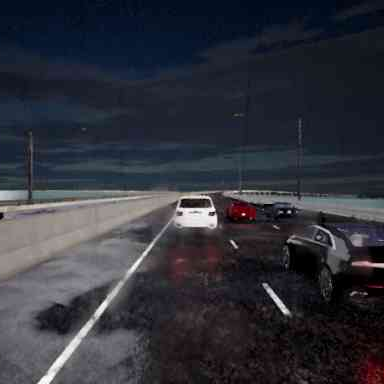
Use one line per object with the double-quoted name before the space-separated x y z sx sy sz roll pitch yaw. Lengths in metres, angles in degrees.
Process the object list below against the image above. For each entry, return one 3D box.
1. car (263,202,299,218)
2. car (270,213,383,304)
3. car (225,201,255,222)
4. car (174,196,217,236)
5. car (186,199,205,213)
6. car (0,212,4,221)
"car" 7.251 1.537 27.218 2.033 1.411 5.357 0 0 1
"car" 3.621 1.490 8.136 2.128 1.511 4.902 0 0 0
"car" 3.746 1.467 26.501 1.882 1.535 5.008 0 0 1
"car" 0.164 1.215 18.583 2.150 2.045 5.566 0 0 0
"car" 0.397 1.529 38.913 2.033 1.411 5.357 0 0 1
"car" -13.988 1.594 20.830 1.895 1.301 4.718 0 0 1
